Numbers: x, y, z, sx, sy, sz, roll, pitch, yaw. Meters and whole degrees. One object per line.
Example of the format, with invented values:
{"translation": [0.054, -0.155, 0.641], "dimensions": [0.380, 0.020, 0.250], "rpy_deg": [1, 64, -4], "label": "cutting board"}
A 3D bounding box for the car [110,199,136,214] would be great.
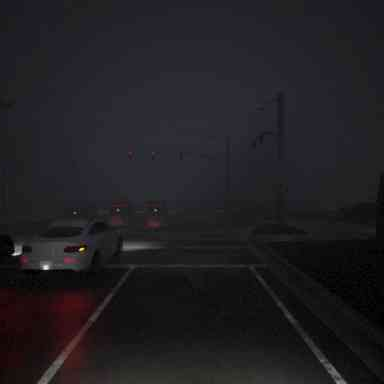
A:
{"translation": [-6.896, 1.430, 33.456], "dimensions": [1.837, 1.490, 4.892], "rpy_deg": [0, 0, 0], "label": "car"}

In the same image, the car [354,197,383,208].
{"translation": [25.327, 1.420, 46.383], "dimensions": [4.674, 1.442, 1.812], "rpy_deg": [0, 0, 1], "label": "car"}

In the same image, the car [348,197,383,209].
{"translation": [22.894, 1.428, 42.918], "dimensions": [4.674, 1.442, 1.812], "rpy_deg": [0, 0, 1], "label": "car"}

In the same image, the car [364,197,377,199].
{"translation": [22.879, 1.402, 39.420], "dimensions": [4.902, 1.511, 2.128], "rpy_deg": [0, 0, 1], "label": "car"}

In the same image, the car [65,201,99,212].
{"translation": [-10.397, 1.529, 31.784], "dimensions": [1.895, 1.301, 4.718], "rpy_deg": [0, 0, 0], "label": "car"}

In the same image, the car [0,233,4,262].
{"translation": [-6.909, 1.543, 9.401], "dimensions": [1.994, 1.385, 4.181], "rpy_deg": [0, 0, 0], "label": "car"}

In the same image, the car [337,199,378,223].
{"translation": [13.137, 1.470, 24.451], "dimensions": [4.674, 1.442, 1.812], "rpy_deg": [0, 0, 2], "label": "car"}

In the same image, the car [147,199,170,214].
{"translation": [-3.396, 1.429, 33.440], "dimensions": [1.837, 1.490, 4.892], "rpy_deg": [0, 0, 0], "label": "car"}

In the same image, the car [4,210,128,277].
{"translation": [-3.407, 1.503, 10.079], "dimensions": [1.812, 1.442, 4.674], "rpy_deg": [0, 0, 0], "label": "car"}
